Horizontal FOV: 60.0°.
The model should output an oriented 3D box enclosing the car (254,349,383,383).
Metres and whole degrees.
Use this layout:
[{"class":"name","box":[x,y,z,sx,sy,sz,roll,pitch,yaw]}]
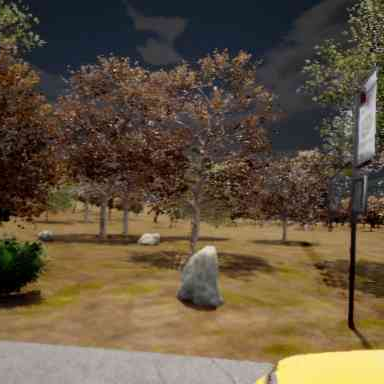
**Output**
[{"class":"car","box":[3.191,1.769,2.453,5.366,1.575,1.801,2,-3,8]}]
